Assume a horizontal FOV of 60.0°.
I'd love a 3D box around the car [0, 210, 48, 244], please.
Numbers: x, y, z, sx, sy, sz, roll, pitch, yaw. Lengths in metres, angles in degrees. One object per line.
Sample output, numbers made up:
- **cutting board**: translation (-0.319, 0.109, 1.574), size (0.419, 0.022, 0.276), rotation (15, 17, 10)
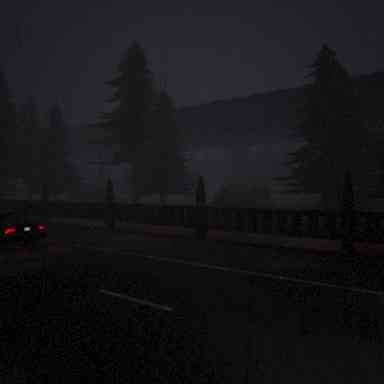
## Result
- **car**: translation (-8.418, 1.475, 14.270), size (5.357, 1.411, 2.033), rotation (0, 0, 35)
